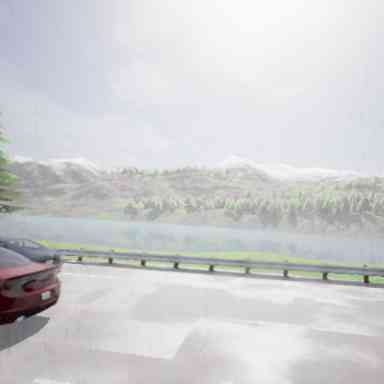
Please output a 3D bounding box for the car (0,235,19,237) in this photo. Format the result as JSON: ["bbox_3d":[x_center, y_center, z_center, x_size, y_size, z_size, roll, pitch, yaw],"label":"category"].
[{"bbox_3d":[-6.337,2.062,10.528,4.181,1.385,1.994,2,-4,9],"label":"car"}]

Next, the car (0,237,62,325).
[{"bbox_3d":[-5.244,1.762,6.839,5.008,1.535,1.882,2,-4,9],"label":"car"}]
